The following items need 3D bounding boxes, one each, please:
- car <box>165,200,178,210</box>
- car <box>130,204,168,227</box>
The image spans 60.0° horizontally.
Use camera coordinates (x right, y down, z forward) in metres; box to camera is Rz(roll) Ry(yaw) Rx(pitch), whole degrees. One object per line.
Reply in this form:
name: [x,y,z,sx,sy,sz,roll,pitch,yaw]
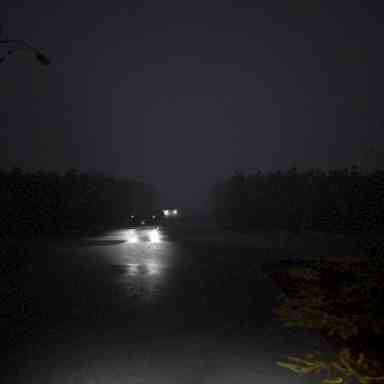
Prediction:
car: [-3.087,1.976,50.567,2.128,1.511,4.902,0,-2,0]
car: [-3.160,1.787,24.409,1.895,1.301,4.718,0,-1,3]
